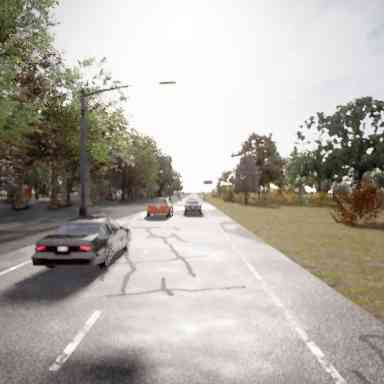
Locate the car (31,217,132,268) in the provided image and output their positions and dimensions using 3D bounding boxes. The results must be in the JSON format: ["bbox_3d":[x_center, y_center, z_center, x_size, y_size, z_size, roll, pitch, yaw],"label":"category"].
[{"bbox_3d":[-3.385,1.543,11.249,2.033,1.411,5.357,0,0,0],"label":"car"}]

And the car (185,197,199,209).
[{"bbox_3d":[0.022,1.492,46.921,1.837,1.490,4.892,0,1,0],"label":"car"}]

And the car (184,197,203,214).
[{"bbox_3d":[0.108,1.535,34.623,2.033,1.411,5.357,0,0,0],"label":"car"}]

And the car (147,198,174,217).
[{"bbox_3d":[-2.912,1.341,31.412,2.097,1.767,4.553,0,0,2],"label":"car"}]
